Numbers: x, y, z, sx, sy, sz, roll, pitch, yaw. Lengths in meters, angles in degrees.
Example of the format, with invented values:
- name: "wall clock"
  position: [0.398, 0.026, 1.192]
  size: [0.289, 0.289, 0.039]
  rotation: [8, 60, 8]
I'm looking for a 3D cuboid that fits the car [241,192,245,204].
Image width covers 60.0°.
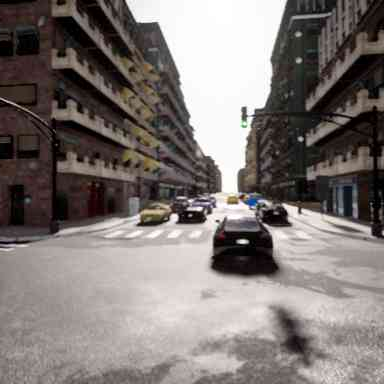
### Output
- name: "car"
  position: [9.005, 1.201, 51.956]
  size: [1.752, 1.417, 4.829]
  rotation: [0, 0, 7]

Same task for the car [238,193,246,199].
- name: "car"
  position: [12.870, 1.047, 85.420]
  size: [2.008, 1.369, 4.403]
  rotation: [0, 0, 7]

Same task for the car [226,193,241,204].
- name: "car"
  position: [6.634, 1.172, 54.122]
  size: [1.882, 1.535, 5.008]
  rotation: [-1, 0, 7]

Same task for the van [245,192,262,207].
- name: "van"
  position: [7.691, 1.079, 40.576]
  size: [1.690, 1.788, 3.998]
  rotation: [0, 0, 7]

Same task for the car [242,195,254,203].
- name: "car"
  position: [9.632, 1.228, 57.393]
  size: [1.802, 1.307, 4.206]
  rotation: [0, 0, 7]

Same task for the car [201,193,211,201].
- name: "car"
  position: [3.252, 1.090, 75.171]
  size: [1.967, 1.590, 4.097]
  rotation: [0, 0, 7]

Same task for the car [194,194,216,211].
- name: "car"
  position: [1.100, 1.320, 34.070]
  size: [1.882, 1.535, 5.008]
  rotation: [-1, 0, 7]

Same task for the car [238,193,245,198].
- name: "car"
  position: [13.538, 0.991, 91.194]
  size: [1.752, 1.417, 4.829]
  rotation: [0, 0, 7]

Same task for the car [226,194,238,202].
- name: "car"
  position: [7.714, 1.133, 64.339]
  size: [2.128, 1.511, 4.902]
  rotation: [-1, 0, 7]

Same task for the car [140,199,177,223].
- name: "car"
  position: [-2.596, 1.451, 24.555]
  size: [1.752, 1.417, 4.829]
  rotation: [0, 0, 7]

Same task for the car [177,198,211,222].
- name: "car"
  position: [0.098, 1.454, 25.411]
  size: [1.994, 1.385, 4.181]
  rotation: [-1, 0, 7]

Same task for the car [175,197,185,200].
- name: "car"
  position: [-1.281, 1.303, 35.934]
  size: [1.967, 1.590, 4.097]
  rotation: [0, 0, 7]

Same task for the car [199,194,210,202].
- name: "car"
  position: [2.604, 1.230, 69.566]
  size: [2.008, 1.369, 4.403]
  rotation: [0, 0, 7]

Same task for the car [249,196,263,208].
- name: "car"
  position: [6.395, 1.351, 29.367]
  size: [2.008, 1.369, 4.403]
  rotation: [0, 0, 7]

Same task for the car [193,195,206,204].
- name: "car"
  position: [1.309, 1.285, 58.355]
  size: [1.887, 1.381, 4.507]
  rotation: [0, 0, 7]

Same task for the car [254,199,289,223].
- name: "car"
  position: [5.747, 1.397, 23.762]
  size: [1.947, 1.339, 4.313]
  rotation: [0, 0, 7]

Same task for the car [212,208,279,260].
- name: "car"
  position: [1.795, 1.490, 12.218]
  size: [1.994, 1.385, 4.181]
  rotation: [-1, 0, 7]
